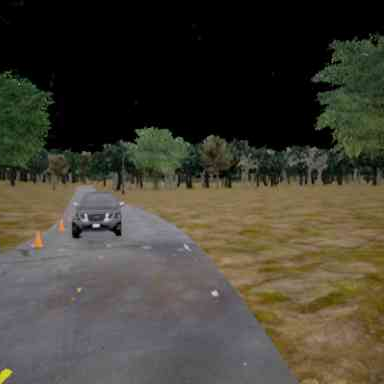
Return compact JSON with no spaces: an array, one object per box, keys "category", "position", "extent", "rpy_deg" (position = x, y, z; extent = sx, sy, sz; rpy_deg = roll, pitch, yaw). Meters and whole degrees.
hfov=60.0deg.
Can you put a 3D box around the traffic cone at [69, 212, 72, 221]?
[{"category":"traffic cone","position":[-8.176,1.668,22.437],"extent":[0.340,0.580,0.340],"rpy_deg":[0,1,-16]}]

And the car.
[{"category":"car","position":[-4.664,1.039,16.888],"extent":[2.150,2.045,5.566],"rpy_deg":[0,1,-12]}]

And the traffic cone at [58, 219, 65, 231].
[{"category":"traffic cone","position":[-6.963,1.761,17.748],"extent":[0.340,0.580,0.340],"rpy_deg":[0,1,-13]}]
